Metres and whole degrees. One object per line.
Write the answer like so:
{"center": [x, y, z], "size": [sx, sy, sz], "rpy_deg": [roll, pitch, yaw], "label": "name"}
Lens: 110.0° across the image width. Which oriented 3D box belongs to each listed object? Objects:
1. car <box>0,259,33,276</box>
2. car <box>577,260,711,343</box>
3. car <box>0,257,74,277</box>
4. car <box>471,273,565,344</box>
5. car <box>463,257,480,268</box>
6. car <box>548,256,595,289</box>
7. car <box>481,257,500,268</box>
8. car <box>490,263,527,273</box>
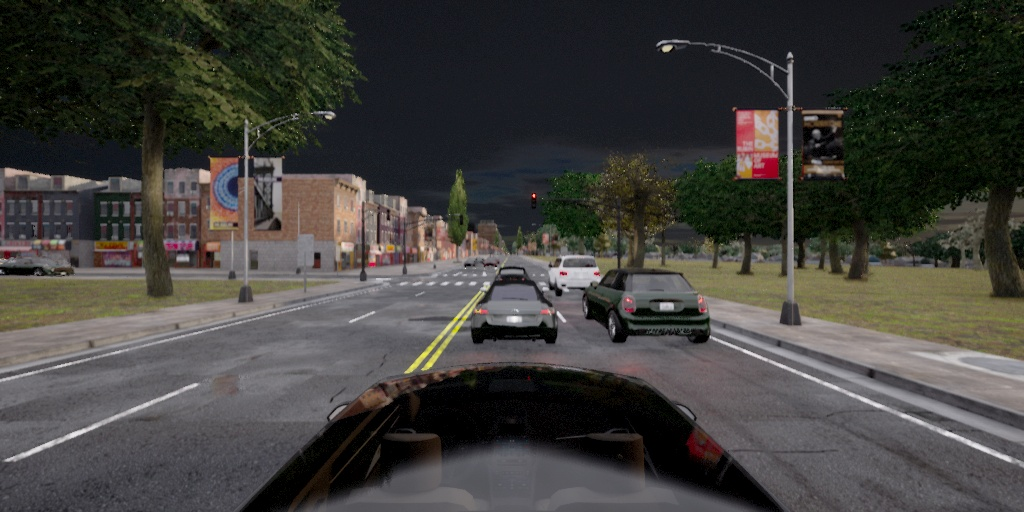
{"center": [-48.977, 1.032, 33.855], "size": [5.008, 1.535, 1.882], "rpy_deg": [0, 0, 0], "label": "car"}
{"center": [3.310, 1.099, 9.773], "size": [2.097, 1.767, 4.553], "rpy_deg": [0, 0, 0], "label": "car"}
{"center": [-40.997, 0.933, 30.984], "size": [4.553, 1.767, 2.097], "rpy_deg": [0, 0, 0], "label": "car"}
{"center": [0.058, 1.311, 9.575], "size": [1.994, 1.385, 4.181], "rpy_deg": [0, 0, 0], "label": "car"}
{"center": [-6.697, 1.127, 58.155], "size": [1.837, 1.490, 4.892], "rpy_deg": [0, 0, 0], "label": "car"}
{"center": [3.257, 1.006, 19.486], "size": [2.150, 2.045, 5.566], "rpy_deg": [0, 0, 0], "label": "car"}
{"center": [-3.446, 0.975, 58.001], "size": [2.097, 1.767, 4.553], "rpy_deg": [0, 1, 0], "label": "car"}
{"center": [0.008, 1.285, 18.487], "size": [1.837, 1.490, 4.892], "rpy_deg": [0, 0, 0], "label": "car"}
